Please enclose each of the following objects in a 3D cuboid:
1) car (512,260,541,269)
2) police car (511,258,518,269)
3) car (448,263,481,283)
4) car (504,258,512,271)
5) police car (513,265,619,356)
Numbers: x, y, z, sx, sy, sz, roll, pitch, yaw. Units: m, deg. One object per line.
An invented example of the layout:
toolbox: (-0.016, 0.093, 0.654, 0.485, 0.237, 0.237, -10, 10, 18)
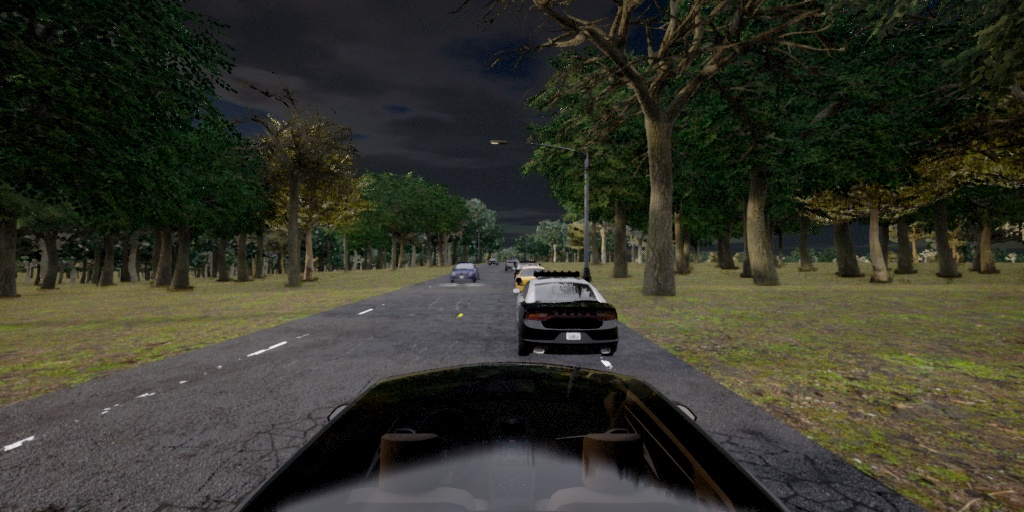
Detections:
car: (1.076, 1.190, 18.833, 1.801, 1.575, 5.366, 0, 0, 0)
police car: (1.085, 1.145, 24.753, 1.930, 1.638, 5.238, 0, 0, 0)
car: (-3.562, 1.237, 27.733, 1.812, 1.442, 4.674, 0, 0, 0)
car: (0.085, 1.125, 45.961, 2.128, 1.511, 4.902, 0, 0, 1)
police car: (1.062, 1.173, 8.749, 1.930, 1.638, 5.238, 0, 0, 0)
